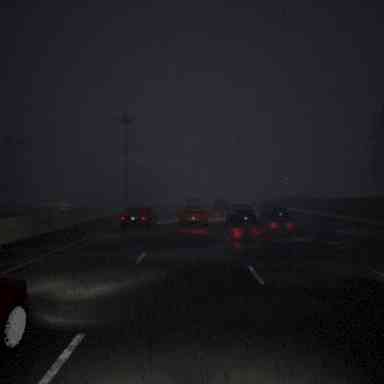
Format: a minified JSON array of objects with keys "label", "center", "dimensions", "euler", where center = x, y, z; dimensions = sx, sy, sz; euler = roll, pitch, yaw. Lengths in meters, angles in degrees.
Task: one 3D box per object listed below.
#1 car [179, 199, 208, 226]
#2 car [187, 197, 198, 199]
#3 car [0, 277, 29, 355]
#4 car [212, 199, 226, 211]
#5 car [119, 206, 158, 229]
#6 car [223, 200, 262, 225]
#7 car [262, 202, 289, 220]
[{"label":"car","center":[0.092,1.528,23.721],"dimensions":[1.882,1.535,5.008],"euler":[0,0,0]},{"label":"car","center":[0.087,1.442,41.275],"dimensions":[2.097,1.767,4.553],"euler":[0,0,0]},{"label":"car","center":[-3.401,1.483,3.075],"dimensions":[1.882,1.535,5.008],"euler":[0,0,0]},{"label":"car","center":[3.587,1.581,42.274],"dimensions":[2.128,1.511,4.902],"euler":[0,0,0]},{"label":"car","center":[-3.404,1.593,21.802],"dimensions":[2.033,1.411,5.357],"euler":[0,0,0]},{"label":"car","center":[3.604,1.578,24.560],"dimensions":[1.812,1.442,4.674],"euler":[0,0,0]},{"label":"car","center":[7.090,1.586,29.008],"dimensions":[1.812,1.442,4.674],"euler":[0,0,0]}]
